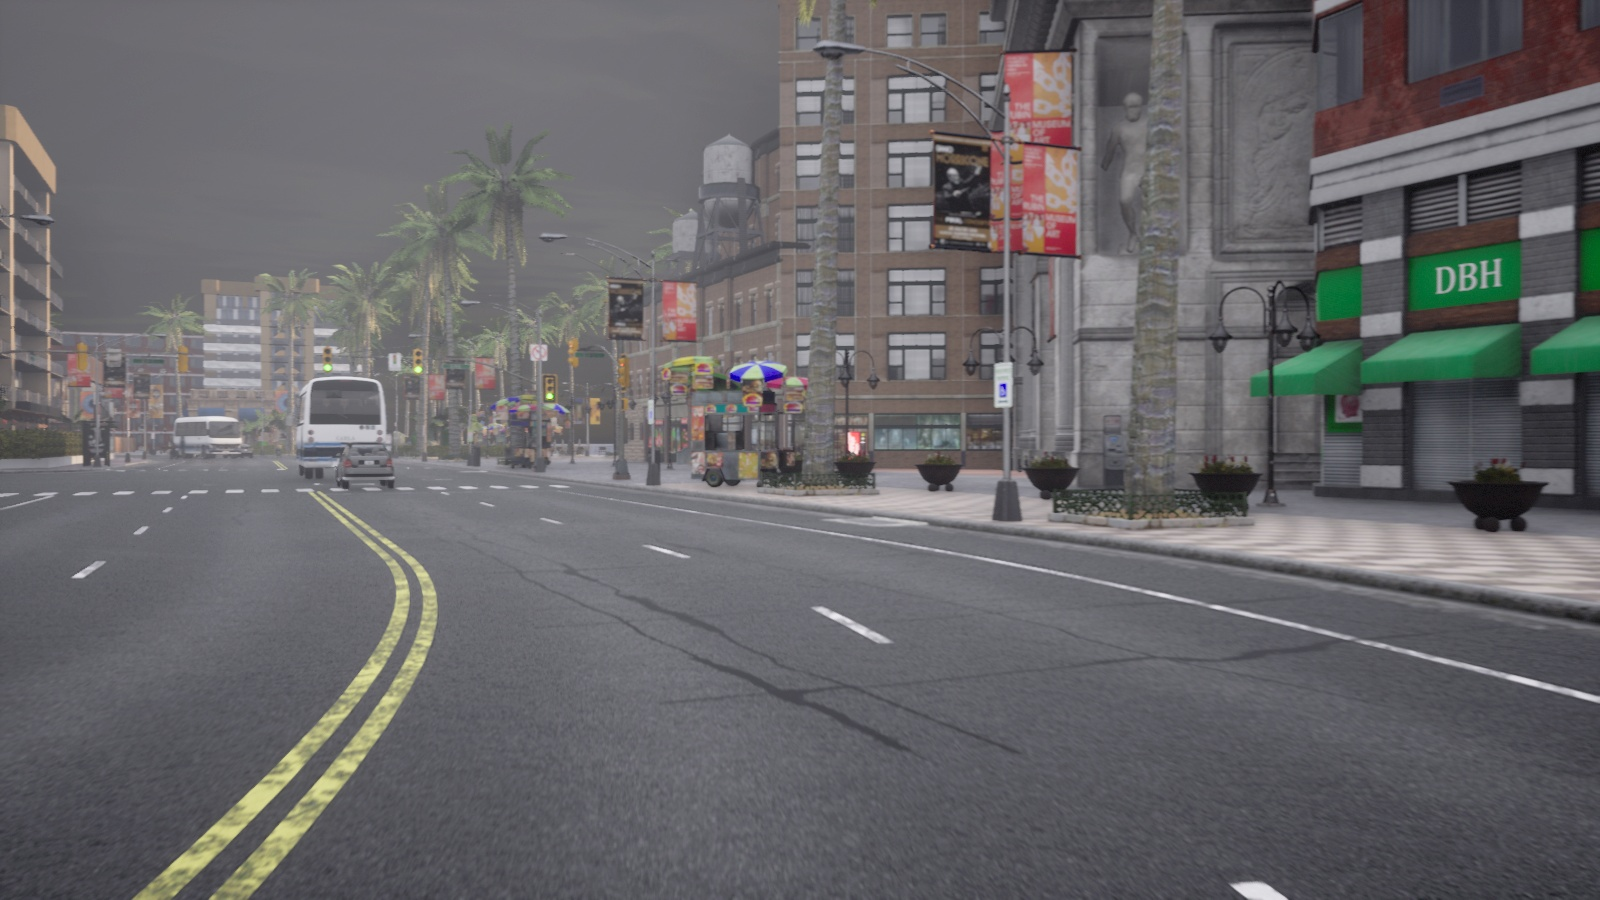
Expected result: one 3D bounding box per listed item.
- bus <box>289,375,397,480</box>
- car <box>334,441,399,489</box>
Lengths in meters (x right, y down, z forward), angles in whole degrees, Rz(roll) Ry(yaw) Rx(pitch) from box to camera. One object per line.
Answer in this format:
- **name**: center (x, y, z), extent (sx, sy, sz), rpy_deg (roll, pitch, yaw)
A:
- **bus**: center (-20.744, -0.950, 56.506), extent (3.944, 4.253, 10.273), rpy_deg (0, 0, -23)
- **car**: center (-14.814, 0.483, 42.828), extent (1.789, 1.549, 3.705), rpy_deg (0, 0, -24)
